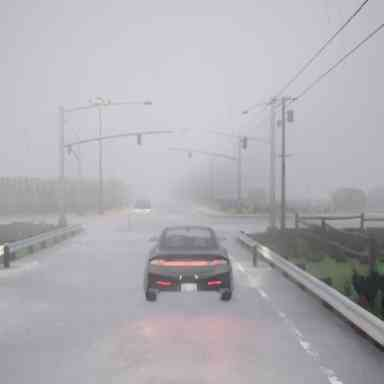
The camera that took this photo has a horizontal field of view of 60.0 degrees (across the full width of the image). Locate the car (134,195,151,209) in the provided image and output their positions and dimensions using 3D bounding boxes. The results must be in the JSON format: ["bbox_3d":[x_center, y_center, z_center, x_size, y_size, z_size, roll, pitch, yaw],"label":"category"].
[{"bbox_3d":[-6.421,1.493,43.514,1.994,1.385,4.181,0,1,-7],"label":"car"}]

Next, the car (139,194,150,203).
[{"bbox_3d":[-8.388,1.190,59.171,1.812,1.442,4.674,0,1,-7],"label":"car"}]

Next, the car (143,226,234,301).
[{"bbox_3d":[-0.101,1.620,8.573,2.128,1.511,4.902,0,-2,-1],"label":"car"}]
